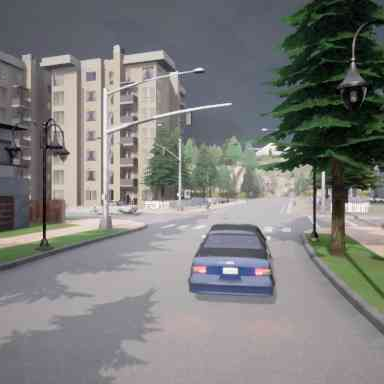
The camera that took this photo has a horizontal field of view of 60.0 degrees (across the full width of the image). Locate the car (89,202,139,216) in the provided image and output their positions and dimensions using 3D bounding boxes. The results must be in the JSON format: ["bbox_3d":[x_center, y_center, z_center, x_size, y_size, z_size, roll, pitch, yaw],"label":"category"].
[{"bbox_3d":[-7.845,1.619,33.266,4.718,1.301,1.895,0,0,19],"label":"car"}]

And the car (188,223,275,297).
[{"bbox_3d":[1.133,1.547,8.810,2.033,1.411,5.357,0,0,9],"label":"car"}]
